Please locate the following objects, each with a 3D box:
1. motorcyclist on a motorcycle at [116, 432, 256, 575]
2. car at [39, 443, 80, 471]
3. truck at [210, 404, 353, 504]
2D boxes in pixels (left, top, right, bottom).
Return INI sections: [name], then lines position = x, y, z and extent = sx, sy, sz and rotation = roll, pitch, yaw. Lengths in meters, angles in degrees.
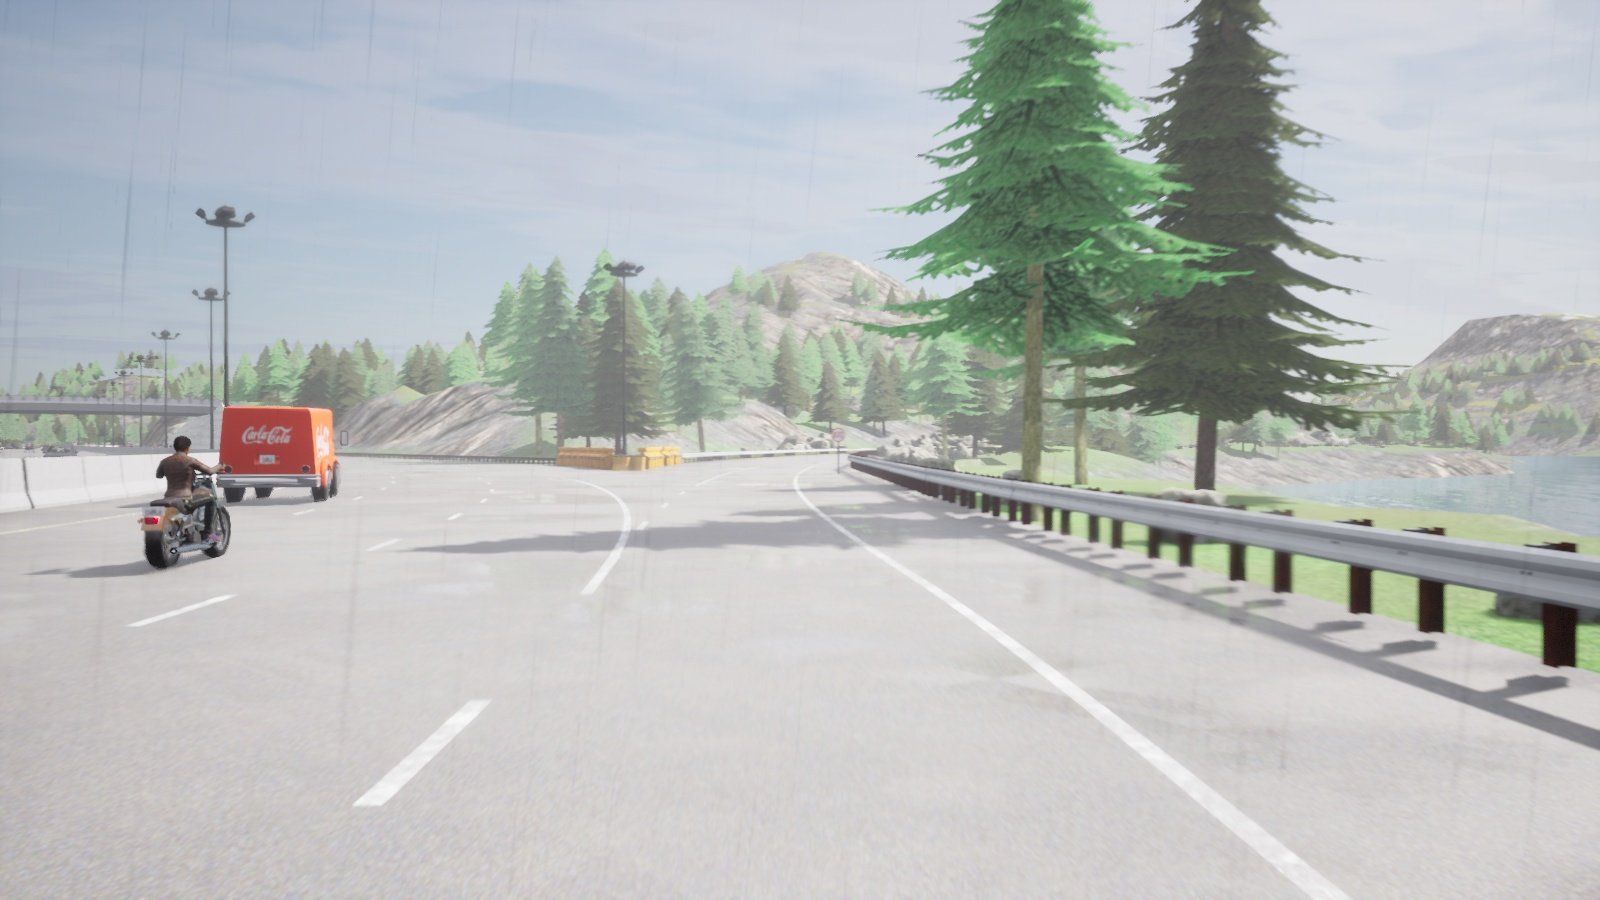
[motorcyclist on a motorcycle]
position = -7.636, 0.619, 15.742
extent = 0.766, 1.649, 2.350
rotation = -1, 0, -5
[car]
position = -41.492, 0.386, 70.452
extent = 1.789, 1.549, 3.705
rotation = 0, 0, -27
[truck]
position = -13.840, 0.089, 33.881
extent = 2.627, 2.467, 5.204
rotation = 0, 0, -12
